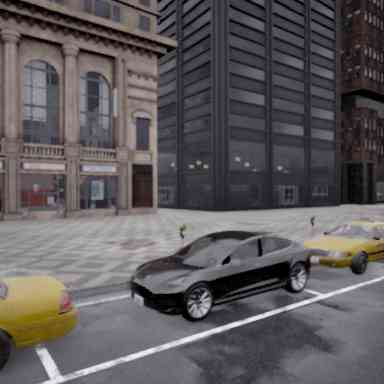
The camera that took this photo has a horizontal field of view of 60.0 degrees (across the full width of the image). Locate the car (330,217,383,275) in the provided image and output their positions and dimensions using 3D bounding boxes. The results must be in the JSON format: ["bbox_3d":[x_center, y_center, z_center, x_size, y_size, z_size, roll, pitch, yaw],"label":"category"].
[{"bbox_3d":[5.273,1.509,10.420,4.829,1.417,1.752,0,0,-36],"label":"car"}]

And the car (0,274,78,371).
[{"bbox_3d":[-3.908,1.527,3.863,4.829,1.417,1.752,0,0,-36],"label":"car"}]

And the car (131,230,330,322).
[{"bbox_3d":[0.821,1.558,7.240,4.313,1.339,1.947,0,0,-36],"label":"car"}]
